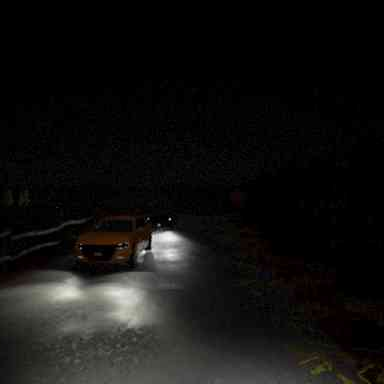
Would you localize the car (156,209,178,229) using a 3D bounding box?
[{"bbox_3d":[-2.103,1.914,24.396,1.895,1.301,4.718,0,-1,2],"label":"car"}]

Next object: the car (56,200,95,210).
[{"bbox_3d":[-14.470,1.856,41.235,4.553,1.767,2.097,0,-1,4],"label":"car"}]

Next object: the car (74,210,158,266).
[{"bbox_3d":[-2.706,1.634,12.430,1.882,1.535,5.008,0,-1,3],"label":"car"}]
